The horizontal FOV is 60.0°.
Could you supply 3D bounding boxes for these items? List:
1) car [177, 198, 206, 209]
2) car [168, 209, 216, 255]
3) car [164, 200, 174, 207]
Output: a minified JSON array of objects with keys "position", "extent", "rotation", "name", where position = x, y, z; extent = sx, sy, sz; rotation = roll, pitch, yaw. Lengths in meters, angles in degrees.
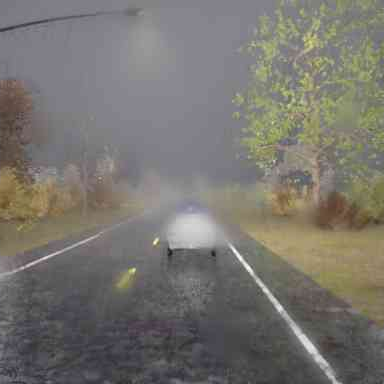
[{"position":[-0.064,1.514,27.603],"extent":[2.150,2.045,5.566],"rotation":[0,0,0],"name":"car"},{"position":[0.008,1.672,13.901],"extent":[1.812,1.442,4.674],"rotation":[0,0,0],"name":"car"},{"position":[-4.609,2.257,65.871],"extent":[1.895,1.301,4.718],"rotation":[0,-1,-6],"name":"car"}]
